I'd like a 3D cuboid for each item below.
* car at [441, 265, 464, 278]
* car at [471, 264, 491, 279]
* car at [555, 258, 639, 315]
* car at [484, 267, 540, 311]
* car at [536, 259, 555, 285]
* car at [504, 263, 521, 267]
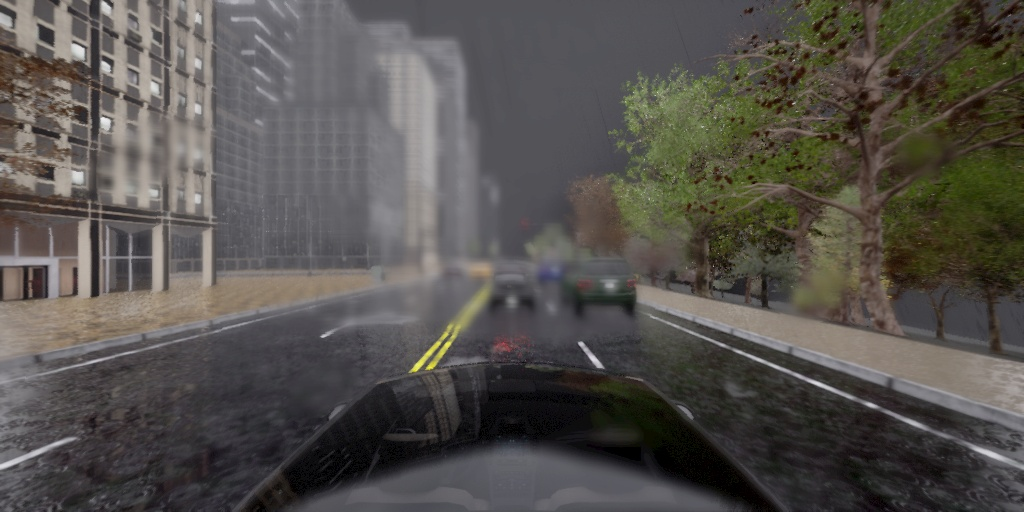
[{"bbox_3d":[-6.502,1.704,39.327,1.994,1.385,4.181,0,-1,1],"label":"car"},{"bbox_3d":[-3.260,1.610,38.644,1.882,1.535,5.008,0,-1,1],"label":"car"},{"bbox_3d":[3.264,1.105,14.388,2.150,2.045,5.566,0,0,0],"label":"car"},{"bbox_3d":[0.024,1.397,15.340,1.837,1.490,4.892,0,0,0],"label":"car"},{"bbox_3d":[3.272,1.261,29.387,2.150,2.045,5.566,0,0,0],"label":"car"},{"bbox_3d":[0.032,1.396,30.259,2.097,1.767,4.553,0,-1,0],"label":"car"}]
